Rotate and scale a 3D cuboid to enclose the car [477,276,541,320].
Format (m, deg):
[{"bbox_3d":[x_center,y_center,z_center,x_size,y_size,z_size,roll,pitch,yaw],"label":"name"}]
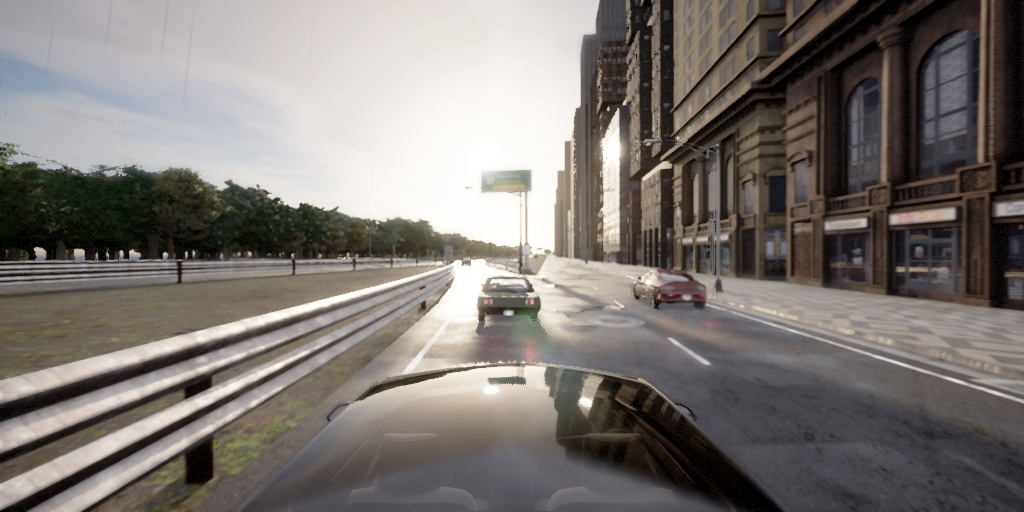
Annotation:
[{"bbox_3d":[-0.183,1.344,12.536,1.895,1.301,4.718,1,0,-3],"label":"car"}]

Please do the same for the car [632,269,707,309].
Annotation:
[{"bbox_3d":[6.248,1.255,14.622,1.812,1.442,4.674,0,0,6],"label":"car"}]
